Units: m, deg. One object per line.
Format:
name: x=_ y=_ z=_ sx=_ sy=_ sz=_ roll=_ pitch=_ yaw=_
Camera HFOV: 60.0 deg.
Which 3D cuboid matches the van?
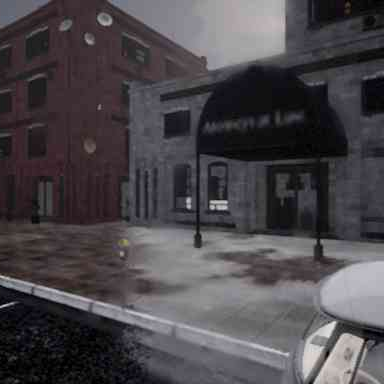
van: x=2.284 y=1.331 z=1.282 sx=3.998 sy=1.788 sz=1.690 roll=-1 pitch=0 yaw=34
